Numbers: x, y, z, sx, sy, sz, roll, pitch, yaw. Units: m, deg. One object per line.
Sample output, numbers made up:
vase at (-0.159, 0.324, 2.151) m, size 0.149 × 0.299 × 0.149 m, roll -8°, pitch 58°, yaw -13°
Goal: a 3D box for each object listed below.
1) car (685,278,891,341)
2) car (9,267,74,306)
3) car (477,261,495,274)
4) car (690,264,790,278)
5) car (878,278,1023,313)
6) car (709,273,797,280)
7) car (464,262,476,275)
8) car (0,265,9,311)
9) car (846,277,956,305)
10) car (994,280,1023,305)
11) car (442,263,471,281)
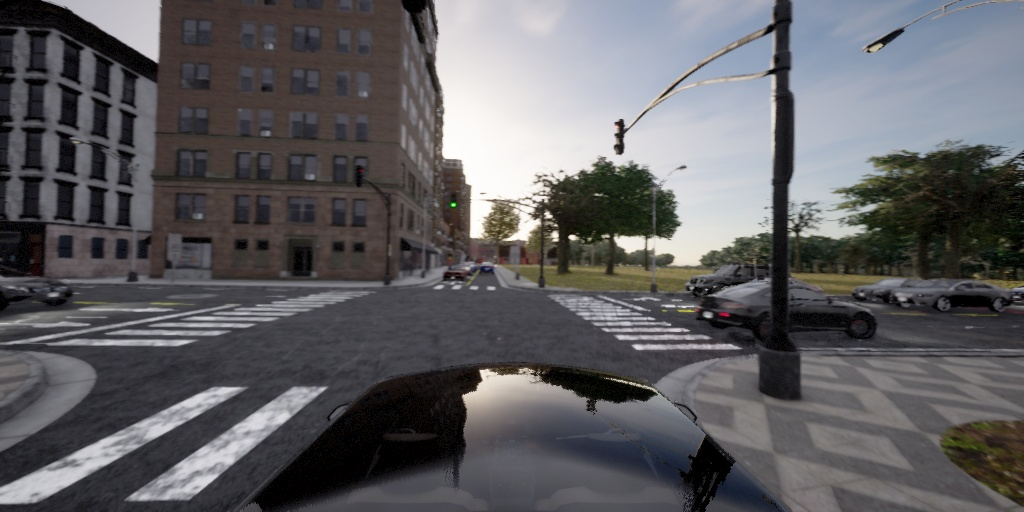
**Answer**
car at (7.589, 1.477, 10.095) m, size 4.674 × 1.442 × 1.812 m, roll 1°, pitch -2°, yaw -9°
car at (-17.305, 0.954, 11.525) m, size 4.674 × 1.442 × 1.812 m, roll 1°, pitch -1°, yaw -5°
car at (-3.428, 1.600, 48.964) m, size 1.882 × 1.535 × 5.008 m, roll 1°, pitch -1°, yaw -4°
car at (12.820, 1.474, 20.254) m, size 5.566 × 2.045 × 2.150 m, roll 1°, pitch -1°, yaw -4°
car at (21.375, 1.888, 17.562) m, size 4.902 × 1.511 × 2.128 m, roll 1°, pitch -1°, yaw -4°
car at (12.201, 1.705, 16.934) m, size 4.674 × 1.442 × 1.812 m, roll 1°, pitch -1°, yaw -7°
car at (-5.592, 1.545, 41.628) m, size 2.033 × 1.411 × 5.357 m, roll 1°, pitch -1°, yaw -3°
car at (-15.721, 0.758, 8.371) m, size 4.553 × 1.767 × 2.097 m, roll 1°, pitch -1°, yaw -4°
car at (22.557, 2.008, 20.896) m, size 4.674 × 1.442 × 1.812 m, roll 1°, pitch -1°, yaw -3°
car at (32.402, 2.245, 21.546) m, size 4.674 × 1.442 × 1.812 m, roll 1°, pitch -1°, yaw -4°
car at (-5.012, 1.513, 31.999) m, size 1.895 × 1.301 × 4.718 m, roll 1°, pitch -1°, yaw -3°
